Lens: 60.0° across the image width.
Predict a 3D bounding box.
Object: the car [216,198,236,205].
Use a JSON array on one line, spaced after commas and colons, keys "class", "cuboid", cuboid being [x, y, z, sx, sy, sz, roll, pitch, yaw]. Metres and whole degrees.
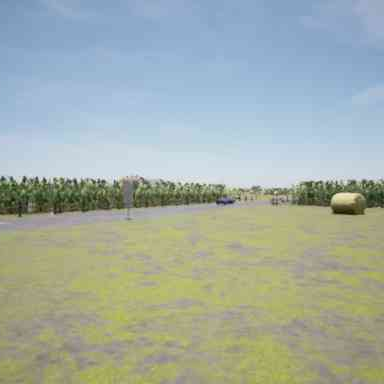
[{"class": "car", "cuboid": [6.047, 1.668, 59.666, 1.895, 1.301, 4.718, 0, 0, 31]}]
